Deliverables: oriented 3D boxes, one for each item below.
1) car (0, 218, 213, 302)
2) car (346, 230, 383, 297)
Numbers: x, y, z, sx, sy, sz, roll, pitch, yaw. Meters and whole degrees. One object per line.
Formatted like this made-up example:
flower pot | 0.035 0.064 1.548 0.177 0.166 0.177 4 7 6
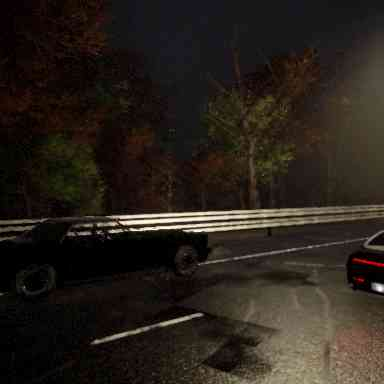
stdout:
car | -1.890 1.166 6.714 4.718 1.301 1.895 0 -4 -36
car | 5.465 1.546 7.603 4.892 1.490 1.837 0 -1 -36
